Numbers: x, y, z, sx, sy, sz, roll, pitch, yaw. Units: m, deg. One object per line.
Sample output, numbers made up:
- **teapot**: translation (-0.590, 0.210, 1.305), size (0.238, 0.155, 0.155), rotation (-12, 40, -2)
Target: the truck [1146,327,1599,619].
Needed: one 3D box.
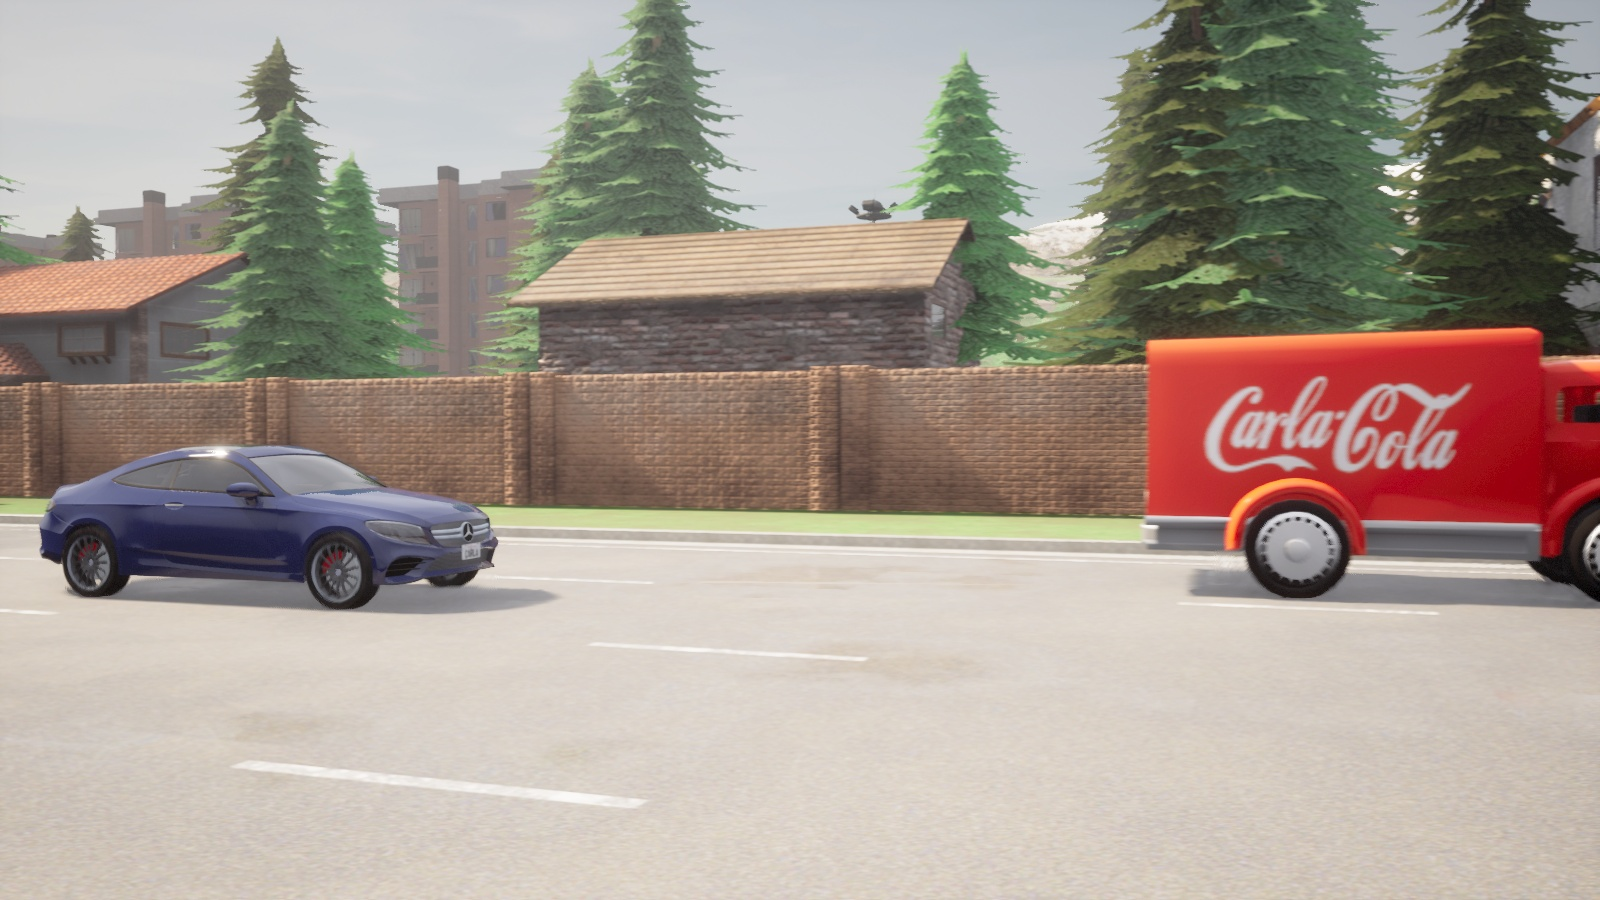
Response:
- **truck**: translation (6.143, 0.167, 12.197), size (5.204, 2.467, 2.627), rotation (1, 1, 19)

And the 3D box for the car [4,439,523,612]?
- **car**: translation (-5.249, 0.635, 12.344), size (4.674, 1.442, 1.812), rotation (1, 1, 19)
